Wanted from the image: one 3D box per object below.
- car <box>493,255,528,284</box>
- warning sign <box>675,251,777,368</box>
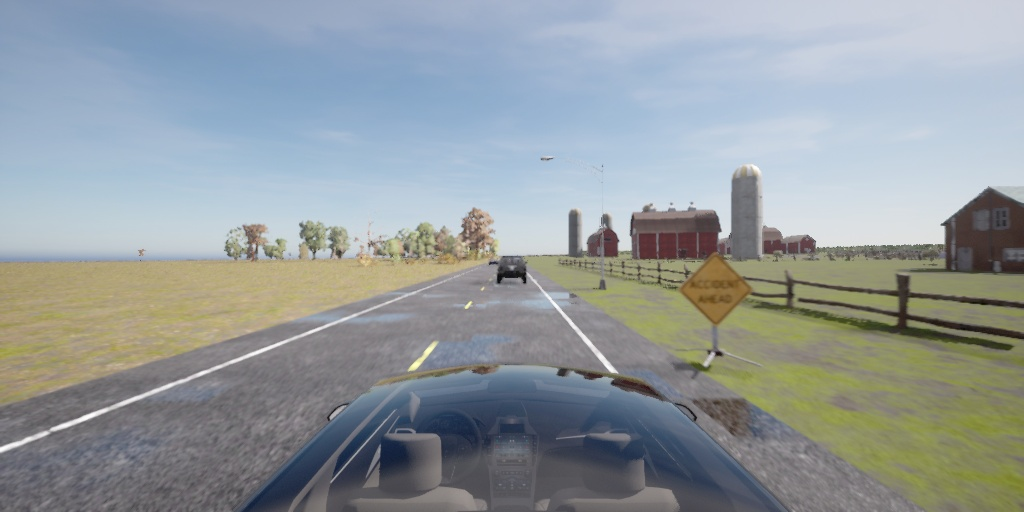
[{"bbox_3d":[-0.007,0.930,26.906,2.150,2.045,5.566,0,0,0],"label":"car"},{"bbox_3d":[3.550,0.859,6.265,1.300,1.860,1.060,0,0,0],"label":"warning sign"}]
